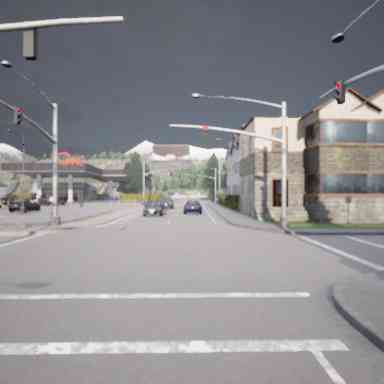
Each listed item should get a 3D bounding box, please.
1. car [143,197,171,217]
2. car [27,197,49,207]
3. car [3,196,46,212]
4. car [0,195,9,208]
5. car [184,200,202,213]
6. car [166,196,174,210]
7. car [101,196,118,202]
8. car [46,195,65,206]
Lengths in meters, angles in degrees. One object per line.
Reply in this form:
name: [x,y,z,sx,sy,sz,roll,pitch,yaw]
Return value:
car: [-3.577,1.554,32.392,2.128,1.511,4.902,0,0,1]
car: [-25.961,1.661,56.256,1.970,1.475,3.806,0,0,0]
car: [-18.929,1.562,37.786,2.007,1.523,4.514,0,0,0]
car: [-25.899,1.381,47.777,1.932,1.855,4.605,0,0,0]
car: [0.093,1.635,37.410,1.994,1.385,4.181,0,0,0]
car: [-3.583,1.439,45.245,2.097,1.767,4.553,0,0,0]
car: [-22.186,1.844,89.656,4.611,1.667,2.242,0,0,0]
car: [-22.635,1.375,55.655,1.905,1.878,3.866,0,0,0]
